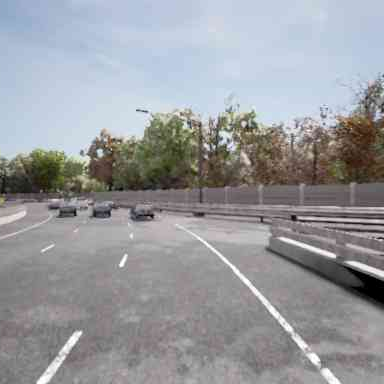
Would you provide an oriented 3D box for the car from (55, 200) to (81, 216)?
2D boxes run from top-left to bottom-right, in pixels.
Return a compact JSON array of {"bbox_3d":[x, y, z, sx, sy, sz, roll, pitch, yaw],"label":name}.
[{"bbox_3d":[-14.692,2.004,39.185,2.128,1.511,4.902,0,-1,-23],"label":"car"}]

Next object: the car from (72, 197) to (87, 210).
[{"bbox_3d":[-19.567,1.954,56.995,2.150,2.045,5.566,0,-1,-32],"label":"car"}]

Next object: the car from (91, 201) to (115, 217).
[{"bbox_3d":[-10.416,1.962,37.908,2.128,1.511,4.902,0,-1,-21],"label":"car"}]

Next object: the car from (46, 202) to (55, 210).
[{"bbox_3d":[-23.587,2.320,56.684,1.994,1.385,4.181,0,-1,-32],"label":"car"}]

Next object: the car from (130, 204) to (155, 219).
[{"bbox_3d":[-5.084,1.936,33.491,2.033,1.411,5.357,0,-1,-18],"label":"car"}]

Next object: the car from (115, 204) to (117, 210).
[{"bbox_3d":[-13.574,2.207,53.644,2.033,1.411,5.357,0,-1,-29],"label":"car"}]
